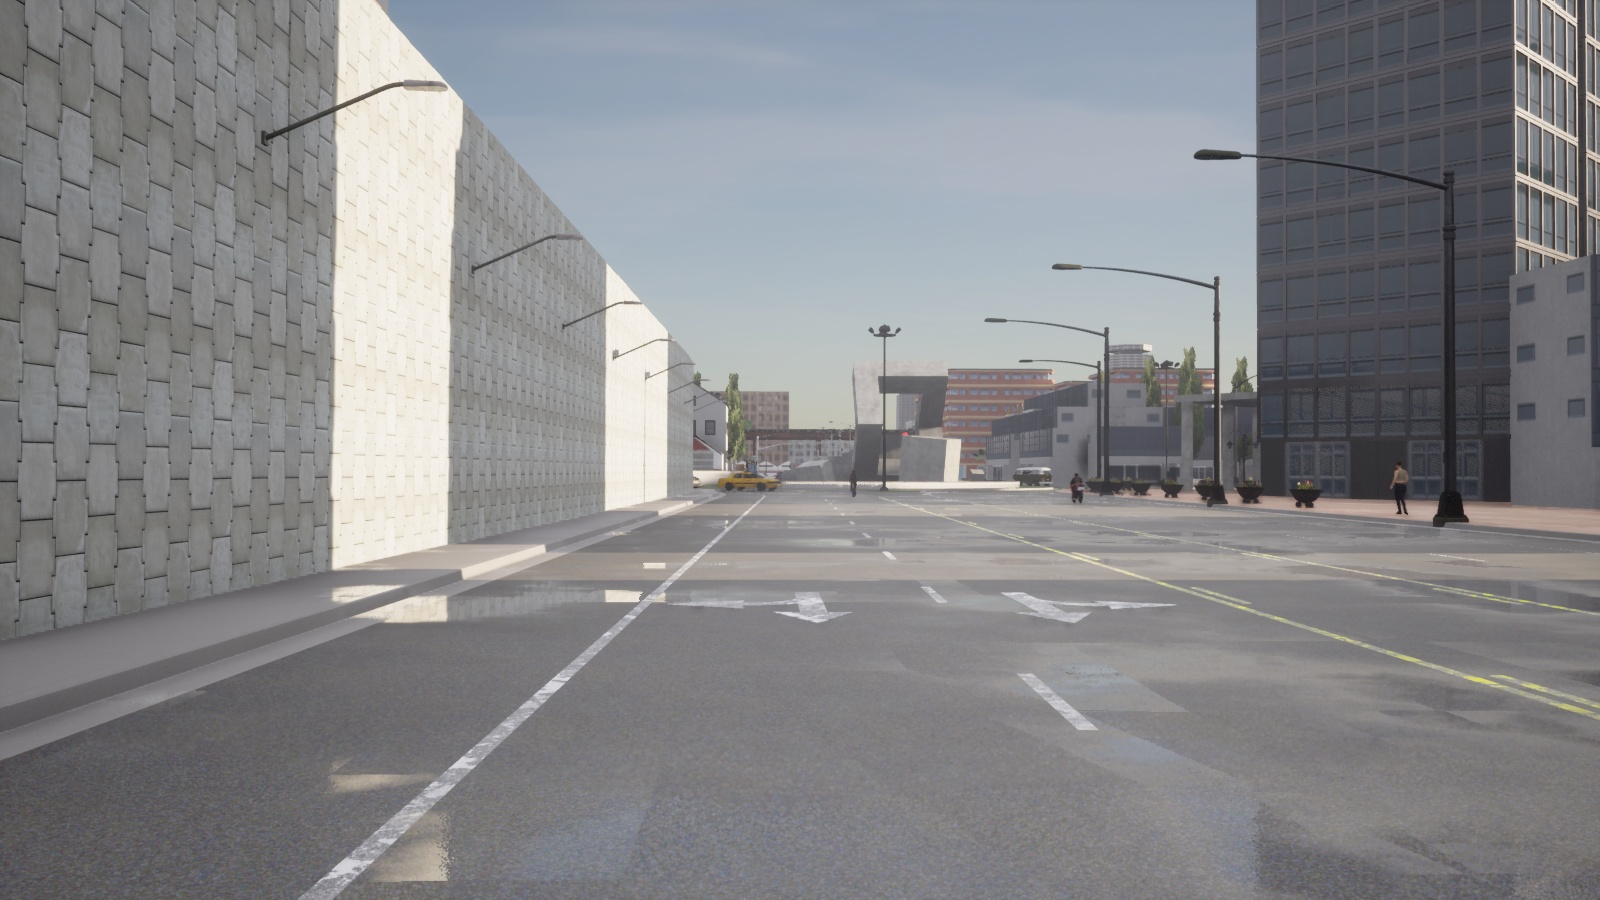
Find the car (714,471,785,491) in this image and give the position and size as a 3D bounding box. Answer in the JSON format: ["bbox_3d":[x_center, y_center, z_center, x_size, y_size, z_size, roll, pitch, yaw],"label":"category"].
[{"bbox_3d":[-3.969,2.410,97.936,5.366,1.575,1.801,-1,-1,30],"label":"car"}]

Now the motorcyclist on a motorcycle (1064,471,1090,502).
[{"bbox_3d":[13.698,1.783,62.139,0.797,1.523,2.044,0,-1,0],"label":"motorcyclist on a motorcycle"}]

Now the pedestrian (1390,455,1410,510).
[{"bbox_3d":[20.325,1.101,42.522,0.345,1.836,0.594,0,-1,-5],"label":"pedestrian"}]
